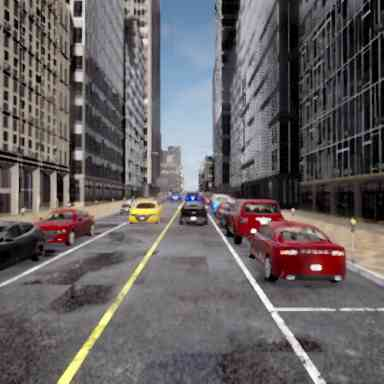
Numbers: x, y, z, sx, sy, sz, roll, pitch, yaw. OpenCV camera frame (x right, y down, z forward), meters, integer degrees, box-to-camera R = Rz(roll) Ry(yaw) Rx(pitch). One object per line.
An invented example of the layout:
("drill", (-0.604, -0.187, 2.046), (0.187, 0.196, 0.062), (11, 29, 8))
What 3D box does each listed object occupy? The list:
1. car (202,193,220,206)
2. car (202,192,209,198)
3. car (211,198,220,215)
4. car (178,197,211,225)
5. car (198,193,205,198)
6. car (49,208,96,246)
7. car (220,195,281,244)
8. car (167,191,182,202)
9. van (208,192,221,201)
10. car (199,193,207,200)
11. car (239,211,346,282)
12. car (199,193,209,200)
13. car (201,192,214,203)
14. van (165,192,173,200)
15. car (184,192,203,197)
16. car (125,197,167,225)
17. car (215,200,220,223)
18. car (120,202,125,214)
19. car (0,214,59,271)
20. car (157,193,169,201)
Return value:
("car", (2.707, 1.049, 48.498), (2.192, 1.841, 5.009), (1, 0, 0))
("car", (2.705, 1.205, 42.921), (1.967, 1.590, 4.097), (1, 0, 0))
("car", (2.703, 1.437, 26.191), (1.802, 1.307, 4.206), (1, 0, 0))
("car", (0.100, 1.378, 23.025), (1.837, 1.490, 4.892), (0, 0, 0))
("car", (2.701, 1.023, 93.286), (1.752, 1.417, 4.829), (1, 0, 0))
("car", (-5.677, 1.462, 14.953), (1.887, 1.381, 4.507), (1, 0, 0))
("car", (2.708, 1.232, 15.036), (2.192, 1.841, 5.009), (1, 0, 0))
("car", (-3.018, 0.878, 63.917), (2.150, 2.045, 5.566), (0, 0, 0))
("van", (2.707, 1.166, 31.767), (1.690, 1.788, 3.998), (1, 0, 0))
("car", (2.703, 0.997, 81.961), (1.967, 1.590, 4.097), (1, 0, 0))
("car", (2.704, 1.492, 9.459), (1.887, 1.381, 4.507), (1, 0, 0))
("car", (2.703, 1.026, 76.384), (1.967, 1.590, 4.097), (1, 0, 0))
("car", (2.707, 0.990, 59.653), (2.192, 1.841, 5.009), (1, 0, 0))
("van", (-5.684, 0.898, 81.853), (1.690, 1.788, 3.998), (1, 0, 0))
("car", (0.100, 0.971, 45.973), (2.150, 2.045, 5.566), (0, 1, 0))
("car", (-3.098, 1.349, 23.200), (1.882, 1.535, 5.008), (0, 0, 0))
("car", (2.703, 1.452, 20.614), (1.947, 1.339, 4.313), (1, 0, 0))
("car", (-5.678, 1.376, 31.678), (2.008, 1.369, 4.403), (1, 0, 0))
("car", (-5.677, 1.514, 9.378), (1.947, 1.339, 4.313), (1, 0, 0))
("car", (-5.679, 1.257, 59.554), (1.802, 1.307, 4.206), (1, 0, 0))
